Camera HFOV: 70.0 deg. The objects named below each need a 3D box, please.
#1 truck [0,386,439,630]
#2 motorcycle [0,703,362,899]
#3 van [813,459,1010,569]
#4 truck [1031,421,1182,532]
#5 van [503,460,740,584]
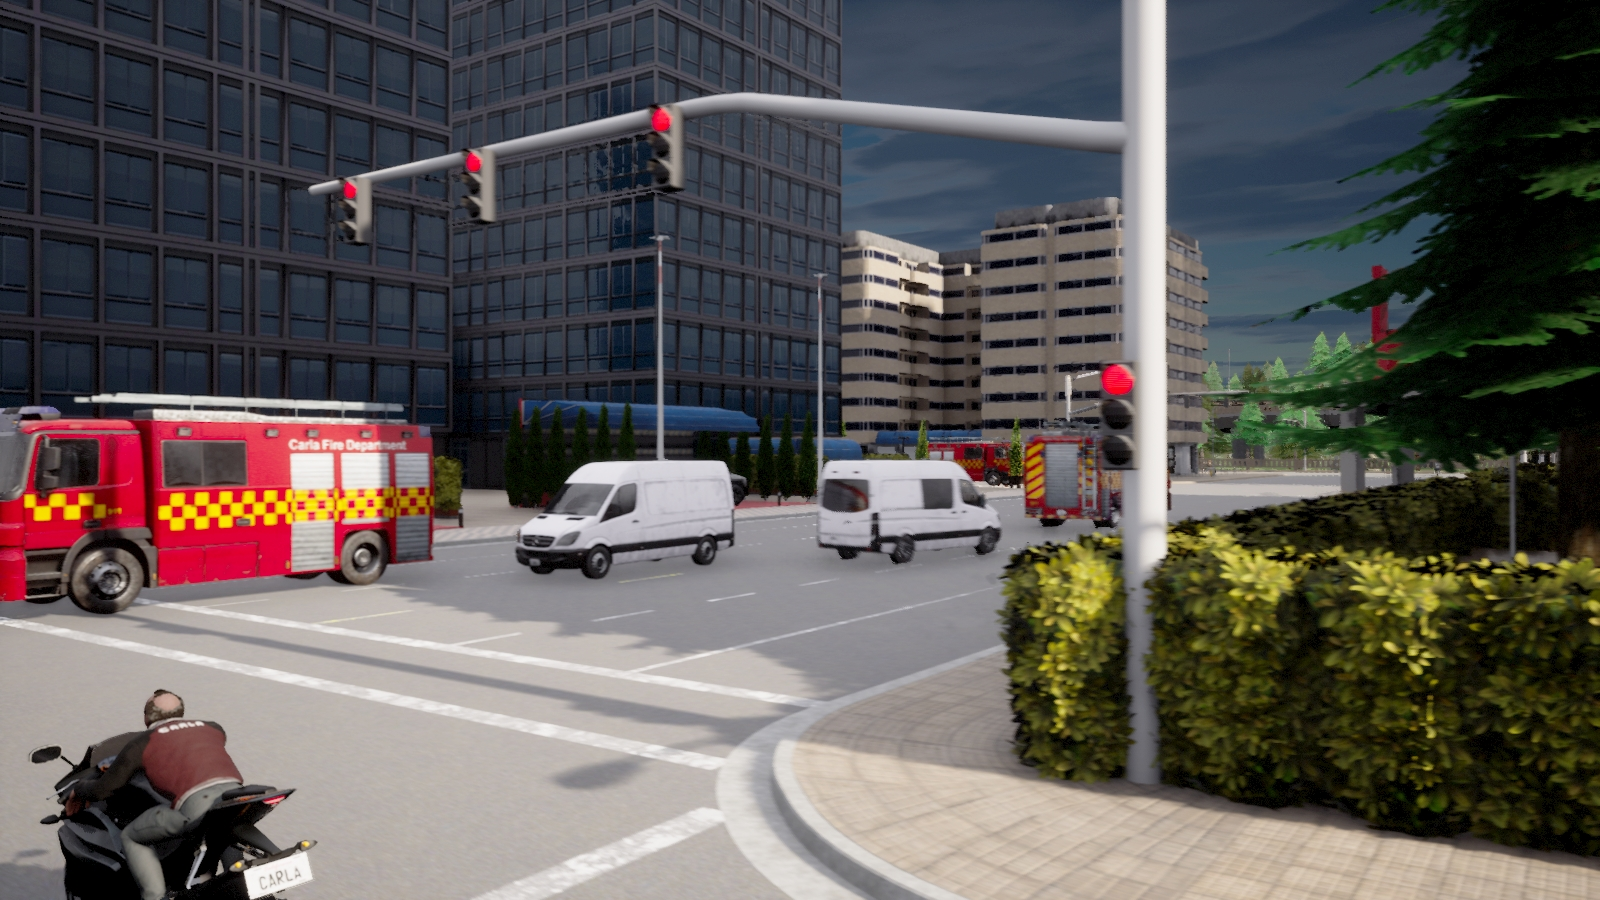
[{"bbox_3d":[-11.429,0.907,22.123,2.891,3.827,8.468,0,0,34],"label":"truck"},{"bbox_3d":[-3.413,2.210,6.171,2.209,1.251,0.867,0,0,35],"label":"motorcycle"},{"bbox_3d":[3.062,1.545,30.045,1.988,2.561,5.915,0,0,43],"label":"van"},{"bbox_3d":[11.853,0.902,43.562,2.891,3.827,8.468,0,0,35],"label":"truck"},{"bbox_3d":[-4.043,1.548,27.101,1.988,2.561,5.915,0,0,35],"label":"van"}]
